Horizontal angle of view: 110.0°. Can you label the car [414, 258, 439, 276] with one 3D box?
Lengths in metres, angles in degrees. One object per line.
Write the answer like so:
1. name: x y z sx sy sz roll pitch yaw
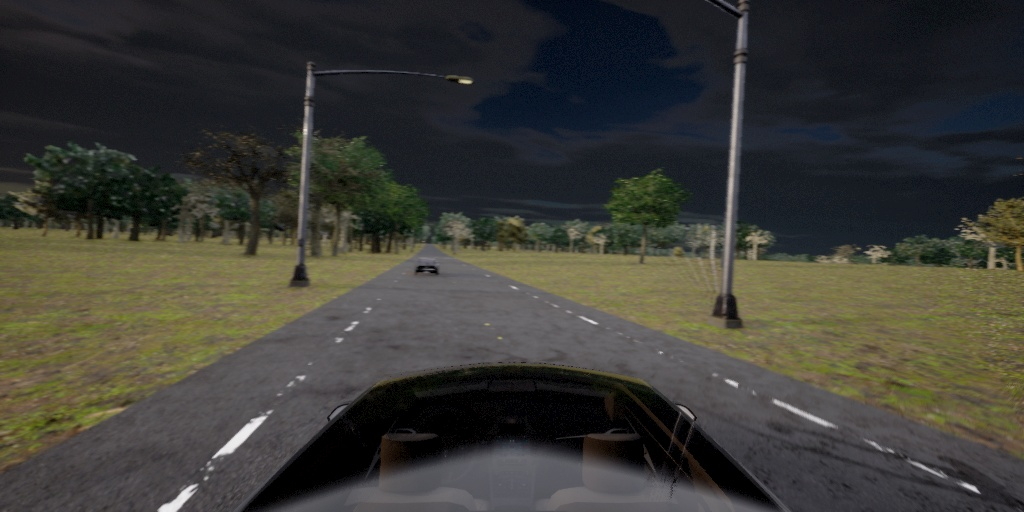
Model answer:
1. car: -6.824 0.837 28.741 1.895 1.301 4.718 3 0 -13
